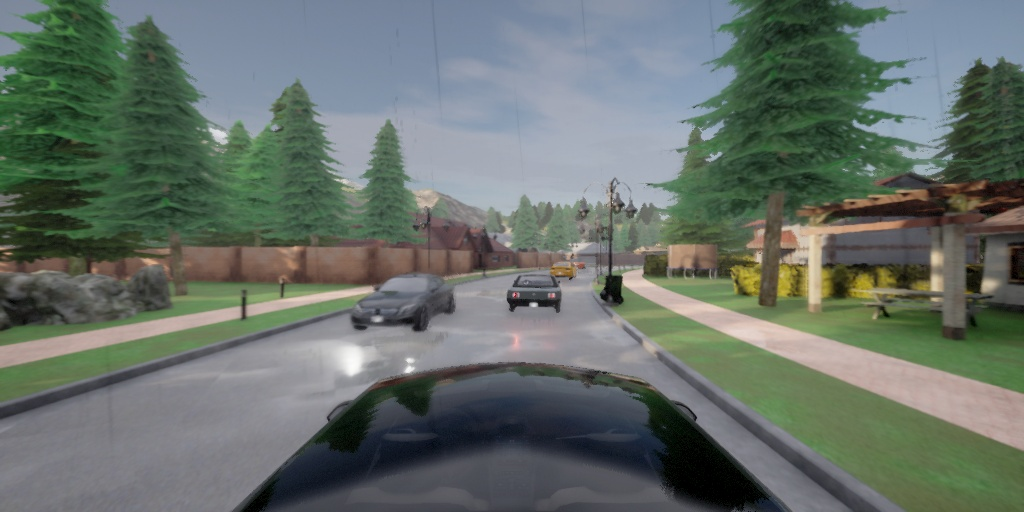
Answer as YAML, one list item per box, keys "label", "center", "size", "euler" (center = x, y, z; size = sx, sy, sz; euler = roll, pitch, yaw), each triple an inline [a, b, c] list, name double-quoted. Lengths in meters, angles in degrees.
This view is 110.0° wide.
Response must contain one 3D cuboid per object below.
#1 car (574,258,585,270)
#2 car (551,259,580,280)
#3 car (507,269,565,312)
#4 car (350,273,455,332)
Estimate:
- label: "car"
  center: [9.042, 1.147, 52.129]
  size: [2.097, 1.767, 4.553]
  euler: [0, 0, 29]
- label: "car"
  center: [4.642, 1.252, 31.901]
  size: [1.882, 1.535, 5.008]
  euler: [0, 0, 16]
- label: "car"
  center: [0.997, 1.357, 14.287]
  size: [1.895, 1.301, 4.718]
  euler: [0, 0, 7]
- label: "car"
  center: [-3.034, 1.266, 10.988]
  size: [1.812, 1.442, 4.674]
  euler: [0, 0, 6]
